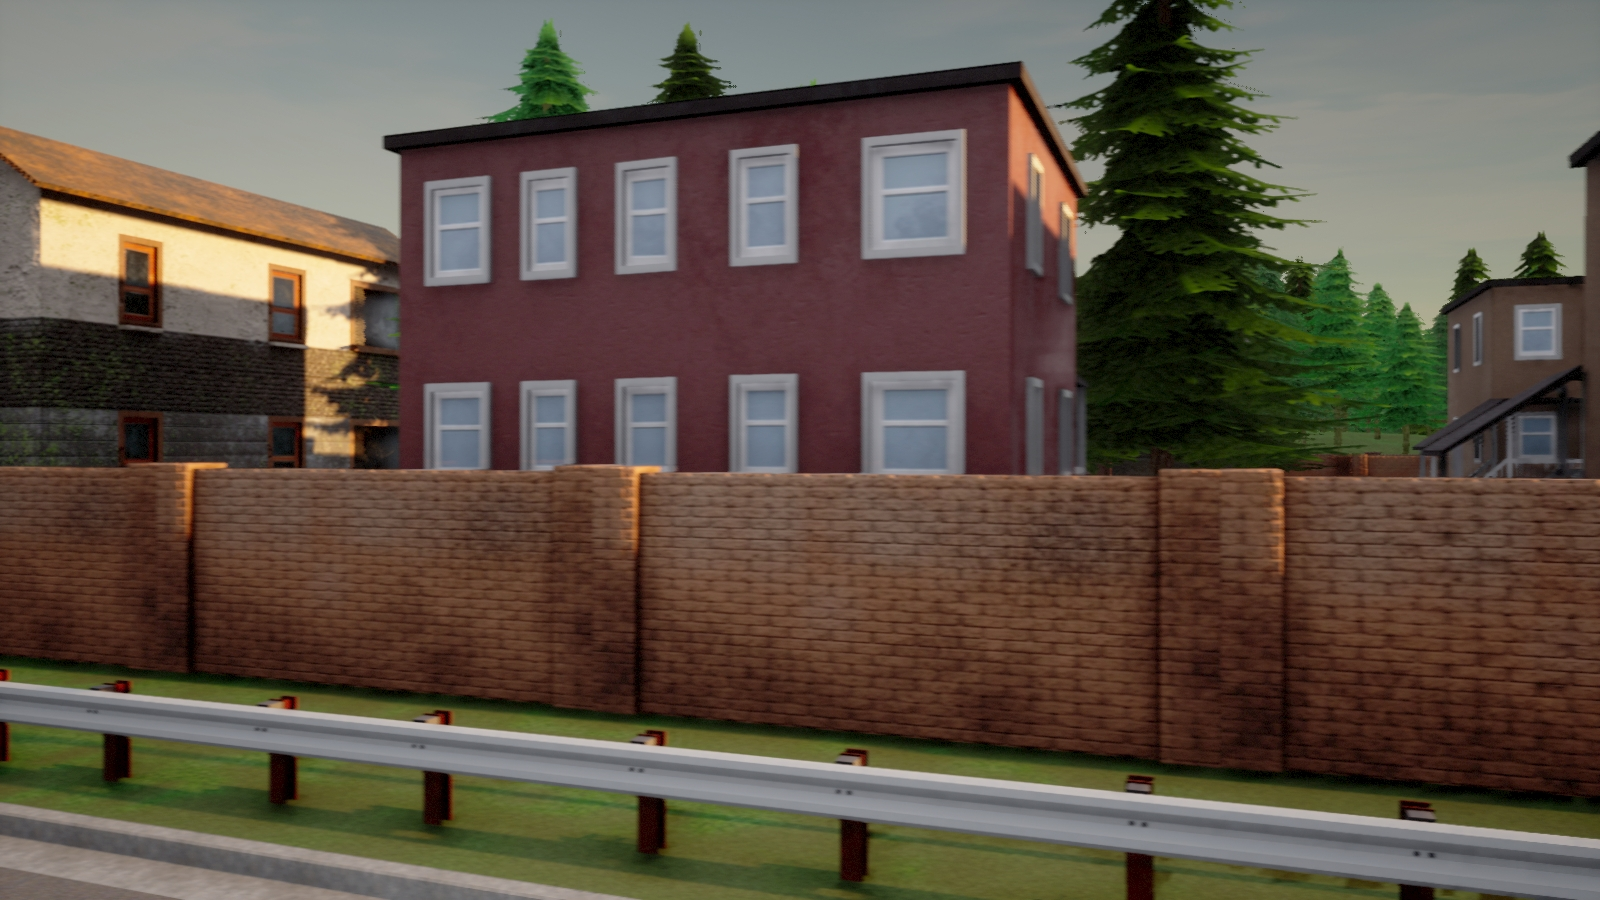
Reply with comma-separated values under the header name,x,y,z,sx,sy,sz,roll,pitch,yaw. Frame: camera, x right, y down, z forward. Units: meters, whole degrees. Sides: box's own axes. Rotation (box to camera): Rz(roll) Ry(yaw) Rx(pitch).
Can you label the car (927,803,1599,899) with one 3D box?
name,x,y,z,sx,sy,sz,roll,pitch,yaw
car,2.461,2.040,2.415,4.514,1.525,2.007,0,0,20
